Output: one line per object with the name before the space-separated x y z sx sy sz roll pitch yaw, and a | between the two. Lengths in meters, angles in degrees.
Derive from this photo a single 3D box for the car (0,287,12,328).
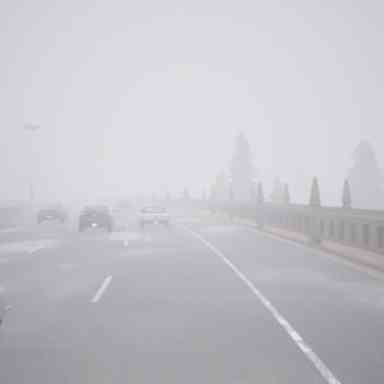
car | -3.558 1.613 2.812 1.895 1.301 4.718 0 0 -2

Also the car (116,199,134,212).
car | -8.309 1.587 40.092 1.837 1.490 4.892 0 0 -22

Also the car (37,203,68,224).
car | -10.667 1.592 25.665 1.812 1.442 4.674 0 0 -15

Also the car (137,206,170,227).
car | -2.767 1.626 23.049 1.895 1.301 4.718 0 0 -13

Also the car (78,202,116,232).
car | -5.791 1.540 20.402 1.837 1.490 4.892 0 0 -12

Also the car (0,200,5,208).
car | -24.838 1.698 42.040 1.837 1.490 4.892 0 0 -28
